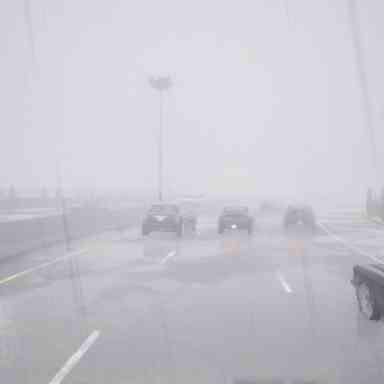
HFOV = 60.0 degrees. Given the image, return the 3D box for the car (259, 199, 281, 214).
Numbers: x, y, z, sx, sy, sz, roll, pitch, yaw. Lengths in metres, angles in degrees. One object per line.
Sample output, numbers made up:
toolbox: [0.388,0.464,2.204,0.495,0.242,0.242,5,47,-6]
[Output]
car: [8.658,1.528,36.454,1.837,1.490,4.892,0,0,24]

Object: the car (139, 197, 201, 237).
car: [-1.101,1.352,18.310,2.097,1.767,4.553,0,0,12]

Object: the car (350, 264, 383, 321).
car: [3.865,1.610,4.309,1.895,1.301,4.718,0,0,4]

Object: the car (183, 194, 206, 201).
car: [-0.083,1.228,42.950,2.150,2.045,5.566,0,0,26]

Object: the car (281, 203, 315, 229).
car: [6.939,1.523,21.807,1.837,1.490,4.892,0,0,15]

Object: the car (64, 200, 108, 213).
car: [-11.040,1.527,35.102,2.033,1.411,5.357,0,0,20]

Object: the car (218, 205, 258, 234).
car: [2.683,1.513,19.334,1.837,1.490,4.892,0,0,13]

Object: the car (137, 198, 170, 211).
car: [-4.708,1.520,41.288,1.812,1.442,4.674,0,0,25]

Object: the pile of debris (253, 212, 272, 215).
pile of debris: [7.118,2.195,33.579,1.500,0.140,1.860,0,0,23]

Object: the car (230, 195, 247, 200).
car: [9.776,1.450,70.079,1.837,1.490,4.892,0,0,39]
